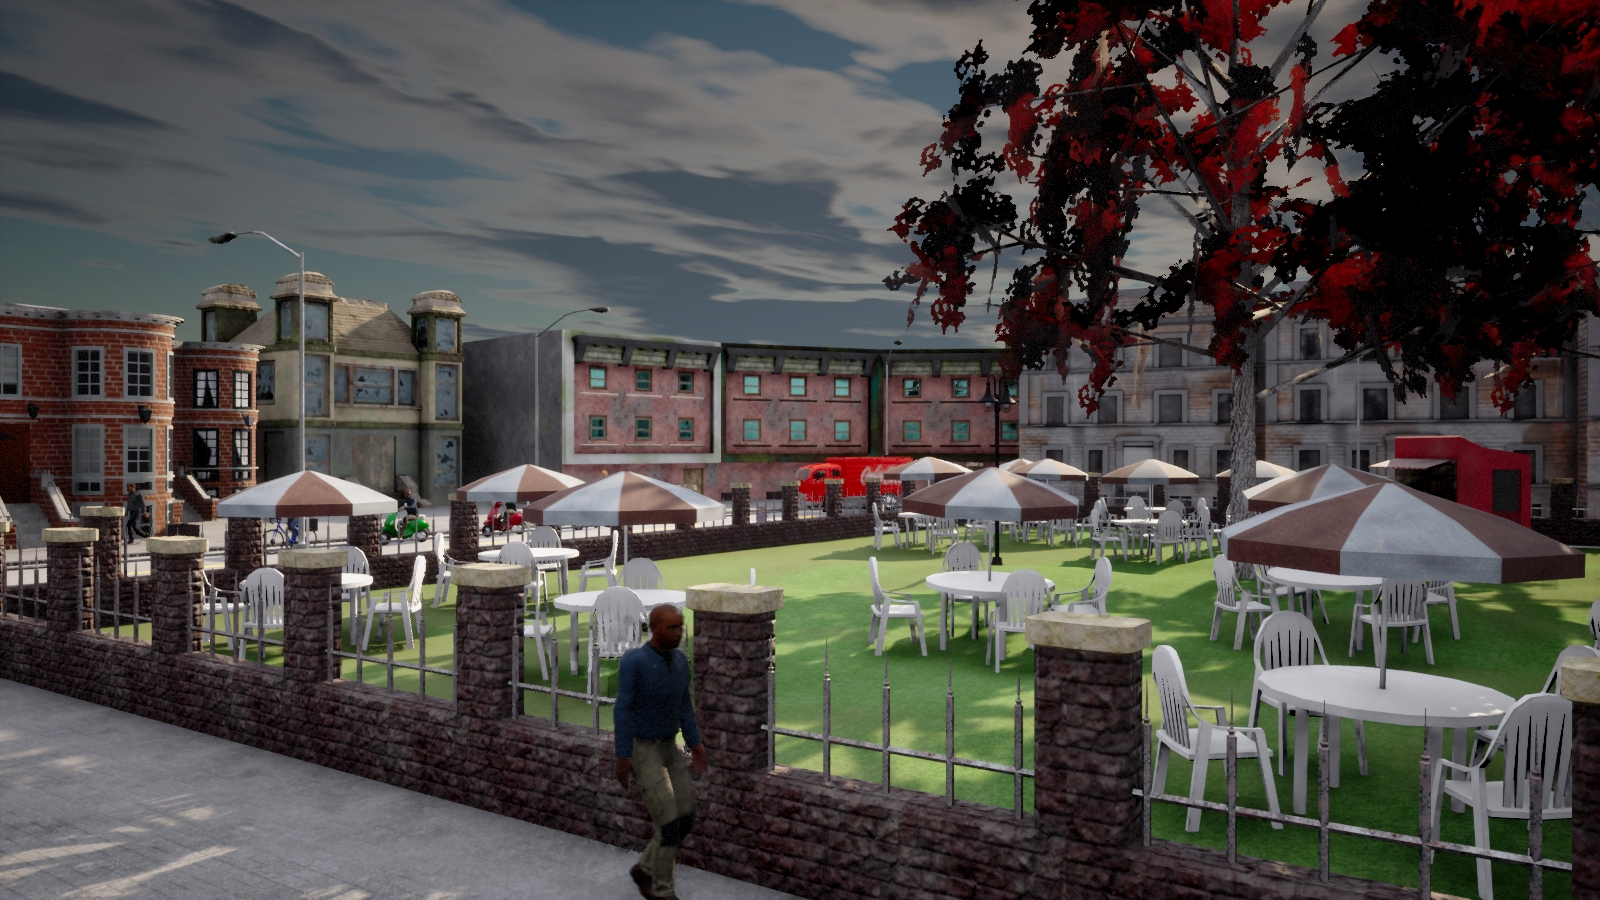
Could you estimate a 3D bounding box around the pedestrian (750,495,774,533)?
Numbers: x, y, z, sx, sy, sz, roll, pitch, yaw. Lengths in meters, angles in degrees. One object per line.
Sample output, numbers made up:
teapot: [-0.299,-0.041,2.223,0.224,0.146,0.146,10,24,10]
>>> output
pedestrian: [-1.119,1.895,33.877,0.500,1.100,0.500,0,0,33]

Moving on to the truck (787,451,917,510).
truck: [2.315,1.330,51.441,5.204,2.467,2.627,-1,0,-24]

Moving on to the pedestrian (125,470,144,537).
pedestrian: [-18.847,1.512,32.359,0.375,1.860,0.375,0,0,39]

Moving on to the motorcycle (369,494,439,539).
motorcycle: [-11.759,1.950,33.969,0.856,1.236,1.805,0,0,35]

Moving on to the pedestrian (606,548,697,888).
pedestrian: [-0.864,1.523,6.663,0.375,1.860,0.375,0,0,35]
